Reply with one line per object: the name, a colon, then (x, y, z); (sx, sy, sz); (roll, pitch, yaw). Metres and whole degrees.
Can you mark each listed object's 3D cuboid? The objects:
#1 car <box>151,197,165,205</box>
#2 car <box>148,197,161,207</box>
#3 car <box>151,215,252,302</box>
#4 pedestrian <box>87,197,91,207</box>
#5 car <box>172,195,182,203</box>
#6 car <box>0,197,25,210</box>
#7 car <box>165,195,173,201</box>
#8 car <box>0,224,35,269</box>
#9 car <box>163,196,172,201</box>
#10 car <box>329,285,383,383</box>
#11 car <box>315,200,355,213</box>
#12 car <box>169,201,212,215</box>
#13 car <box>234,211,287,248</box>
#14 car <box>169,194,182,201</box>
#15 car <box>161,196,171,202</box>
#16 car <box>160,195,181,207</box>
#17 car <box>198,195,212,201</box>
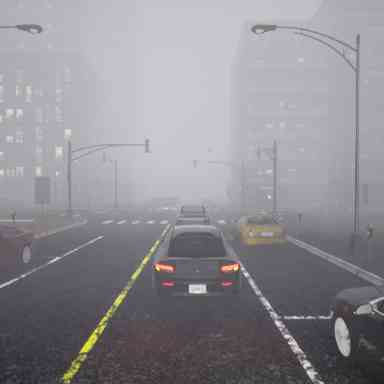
car: (-5.821, 1.554, 57.976); (1.947, 1.339, 4.313); (-1, 0, 0)
car: (-5.809, 1.514, 52.152); (1.752, 1.417, 4.829); (-1, 0, 0)
car: (0.083, 1.523, 8.102); (1.812, 1.442, 4.674); (0, 0, 0)
pedestrian: (-12.632, 1.200, 40.830); (0.375, 1.300, 0.375); (0, 0, 1)
car: (-3.143, 1.487, 70.538); (1.837, 1.490, 4.892); (0, 0, 0)
car: (-21.738, 1.275, 37.965); (4.829, 1.417, 1.752); (0, 0, 1)
car: (-5.879, 1.530, 86.249); (1.887, 1.381, 4.507); (-1, 0, 0)
car: (-5.849, 1.542, 8.780); (1.887, 1.381, 4.507); (-1, 0, 0)
car: (-5.866, 1.568, 80.594); (1.802, 1.307, 4.206); (-1, 0, 0)
car: (2.801, 1.550, 3.096); (2.008, 1.369, 4.403); (-1, 0, 0)
car: (16.238, 1.623, 37.545); (4.403, 1.369, 2.008); (0, 0, 1)
car: (0.053, 1.487, 18.177); (2.128, 1.511, 4.902); (0, 0, 0)
car: (2.778, 1.521, 14.554); (1.752, 1.417, 4.829); (-1, 0, 0)
car: (-3.195, 1.479, 60.341); (2.128, 1.511, 4.902); (0, 0, 0)
car: (-5.855, 1.531, 74.940); (1.887, 1.381, 4.507); (-1, 0, 0)
car: (-3.195, 1.537, 50.390); (2.033, 1.411, 5.357); (0, 0, 0)
car: (2.559, 1.539, 57.994); (2.008, 1.369, 4.403); (-1, 0, 0)
